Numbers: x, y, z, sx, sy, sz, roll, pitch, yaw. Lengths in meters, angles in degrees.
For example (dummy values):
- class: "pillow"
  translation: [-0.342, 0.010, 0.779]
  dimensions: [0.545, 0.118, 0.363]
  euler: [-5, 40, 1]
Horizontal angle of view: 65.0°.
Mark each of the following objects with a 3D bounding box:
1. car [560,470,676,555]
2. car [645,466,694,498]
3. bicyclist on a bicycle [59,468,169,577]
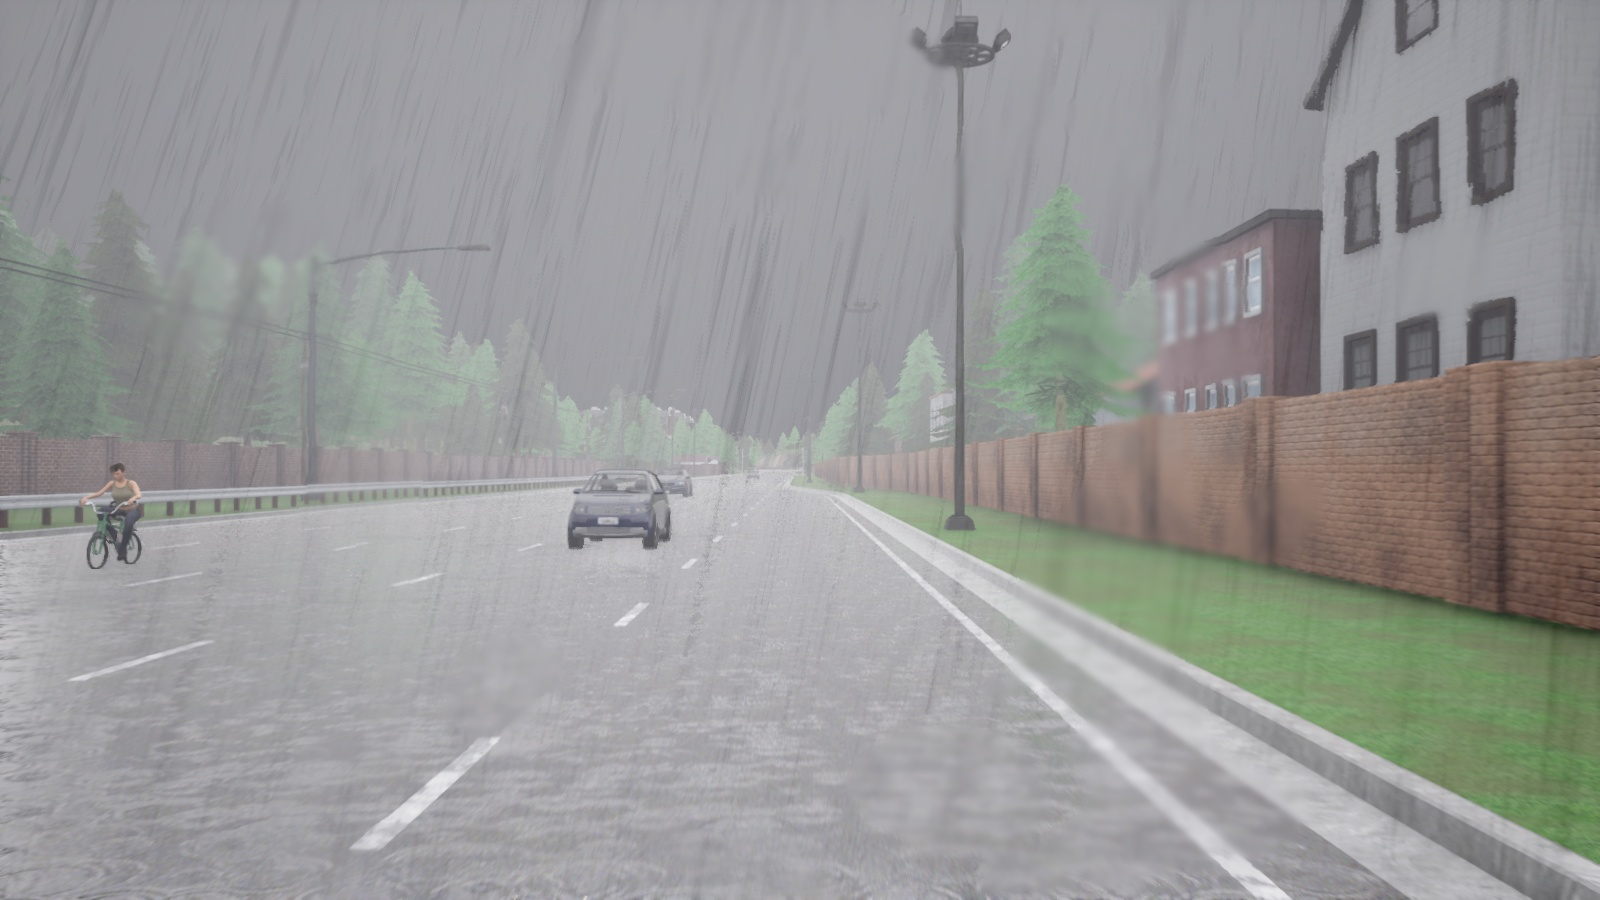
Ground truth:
- class: "car"
  translation: [-3.561, 1.188, 25.117]
  dimensions: [1.789, 1.549, 3.705]
  euler: [0, -1, 0]
- class: "car"
  translation: [-7.169, 1.746, 69.571]
  dimensions: [2.242, 1.667, 4.611]
  euler: [0, -1, 0]
- class: "bicyclist on a bicycle"
  translation: [-10.542, 1.086, 19.358]
  dimensions: [0.866, 1.612, 1.509]
  euler: [0, -1, 0]
